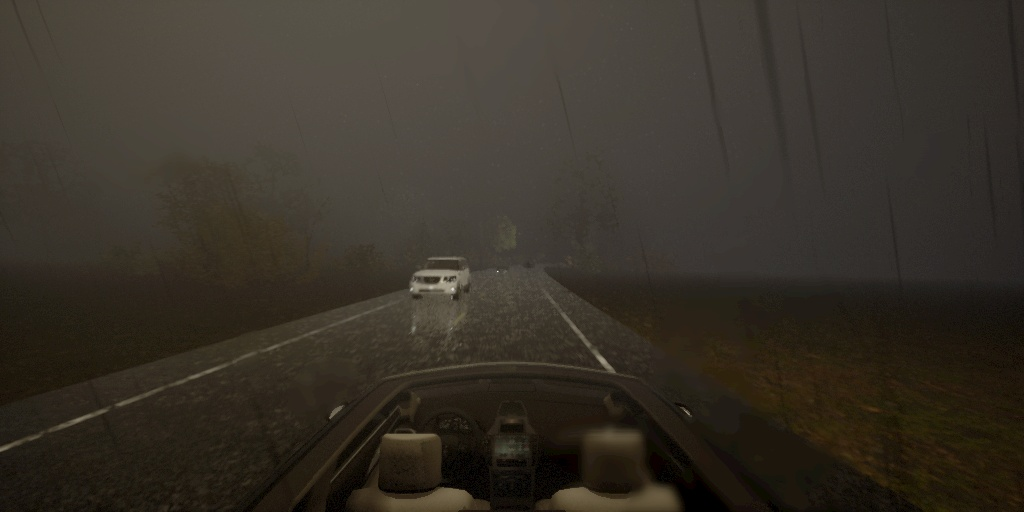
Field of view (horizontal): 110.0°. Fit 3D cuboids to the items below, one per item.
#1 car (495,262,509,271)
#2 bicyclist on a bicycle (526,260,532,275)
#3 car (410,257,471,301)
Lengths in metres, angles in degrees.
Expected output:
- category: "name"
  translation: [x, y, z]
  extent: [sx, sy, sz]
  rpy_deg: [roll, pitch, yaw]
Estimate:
- category: "car"
  translation: [-1.589, 1.683, 58.456]
  extent: [1.994, 1.385, 4.181]
  rpy_deg: [0, -1, 5]
- category: "bicyclist on a bicycle"
  translation: [1.994, 1.375, 43.365]
  extent: [0.659, 1.776, 1.843]
  rpy_deg: [0, 0, 3]
- category: "car"
  translation: [-3.437, 1.041, 18.277]
  extent: [2.150, 2.045, 5.566]
  rpy_deg: [0, -1, 1]
